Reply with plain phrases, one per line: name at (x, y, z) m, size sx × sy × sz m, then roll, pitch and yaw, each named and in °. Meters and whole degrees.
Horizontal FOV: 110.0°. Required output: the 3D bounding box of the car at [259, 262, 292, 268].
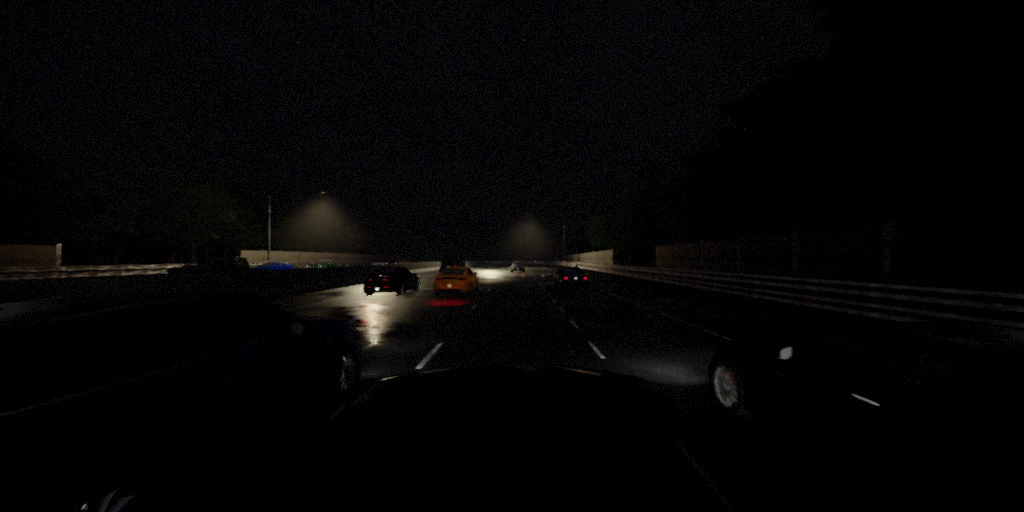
car at (-27.452, 1.406, 41.153) m, size 1.882 × 1.535 × 5.008 m, roll 0°, pitch 0°, yaw 1°

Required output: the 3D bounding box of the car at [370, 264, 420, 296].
car at (-6.611, 1.370, 20.115) m, size 1.837 × 1.490 × 4.892 m, roll 0°, pitch 0°, yaw 1°

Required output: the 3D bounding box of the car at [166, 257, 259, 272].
car at (-20.732, 1.103, 24.787) m, size 2.150 × 2.045 × 5.566 m, roll 0°, pitch 0°, yaw 1°

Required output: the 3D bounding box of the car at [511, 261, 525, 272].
car at (0.809, 1.503, 50.638) m, size 1.812 × 1.442 × 4.674 m, roll 0°, pitch -1°, yaw 1°

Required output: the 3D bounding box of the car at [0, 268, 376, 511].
car at (-3.389, 1.117, 3.684) m, size 2.097 × 1.767 × 4.553 m, roll 0°, pitch 0°, yaw 1°

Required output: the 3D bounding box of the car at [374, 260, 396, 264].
car at (-16.882, 1.493, 45.312) m, size 2.033 × 1.411 × 5.357 m, roll 0°, pitch 0°, yaw 1°

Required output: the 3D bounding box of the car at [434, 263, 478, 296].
car at (-3.103, 1.346, 20.505) m, size 1.882 × 1.535 × 5.008 m, roll 0°, pitch 0°, yaw 1°

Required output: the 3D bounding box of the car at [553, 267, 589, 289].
car at (3.971, 1.438, 24.665) m, size 2.033 × 1.411 × 5.357 m, roll 0°, pitch 0°, yaw 1°

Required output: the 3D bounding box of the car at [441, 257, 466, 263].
car at (-6.288, 1.154, 38.723) m, size 2.150 × 2.045 × 5.566 m, roll 0°, pitch 0°, yaw 1°

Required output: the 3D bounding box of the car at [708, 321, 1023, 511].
car at (3.600, 1.288, 3.021) m, size 1.812 × 1.442 × 4.674 m, roll 0°, pitch -1°, yaw 1°

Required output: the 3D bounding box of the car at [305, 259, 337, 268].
car at (-23.886, 1.293, 44.950) m, size 2.097 × 1.767 × 4.553 m, roll 0°, pitch 0°, yaw 1°
